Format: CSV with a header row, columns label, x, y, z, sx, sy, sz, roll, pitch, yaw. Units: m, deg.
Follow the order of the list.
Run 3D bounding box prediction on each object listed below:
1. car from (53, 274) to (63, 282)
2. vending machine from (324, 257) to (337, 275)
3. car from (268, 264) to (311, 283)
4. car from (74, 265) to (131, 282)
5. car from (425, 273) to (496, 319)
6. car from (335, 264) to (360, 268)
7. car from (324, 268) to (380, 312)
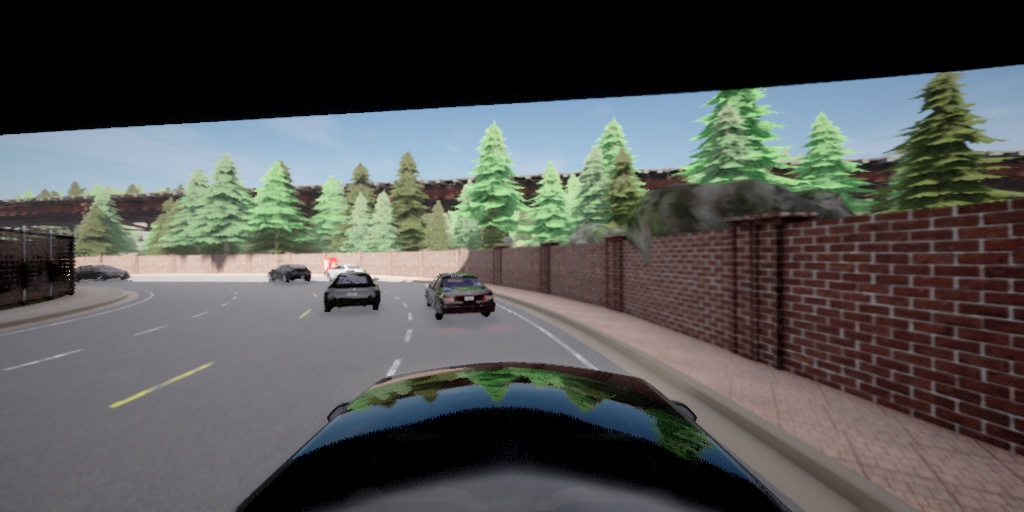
label,x,y,z,sx,sy,sz,roll,pitch,yaw
car,-40.327,1.598,30.038,4.902,1.511,2.128,-1,0,9
vending machine,-20.034,1.141,39.622,0.880,2.100,1.100,0,0,26
car,-18.576,1.431,29.923,4.892,1.490,1.837,-1,-1,37
car,-38.159,1.597,33.247,4.892,1.490,1.837,-1,0,9
car,-2.058,1.324,13.096,2.033,1.411,5.357,0,0,-18
car,-14.352,1.418,31.060,4.674,1.442,1.812,-1,0,41
car,-6.605,1.379,14.978,1.994,1.385,4.181,0,0,-22
